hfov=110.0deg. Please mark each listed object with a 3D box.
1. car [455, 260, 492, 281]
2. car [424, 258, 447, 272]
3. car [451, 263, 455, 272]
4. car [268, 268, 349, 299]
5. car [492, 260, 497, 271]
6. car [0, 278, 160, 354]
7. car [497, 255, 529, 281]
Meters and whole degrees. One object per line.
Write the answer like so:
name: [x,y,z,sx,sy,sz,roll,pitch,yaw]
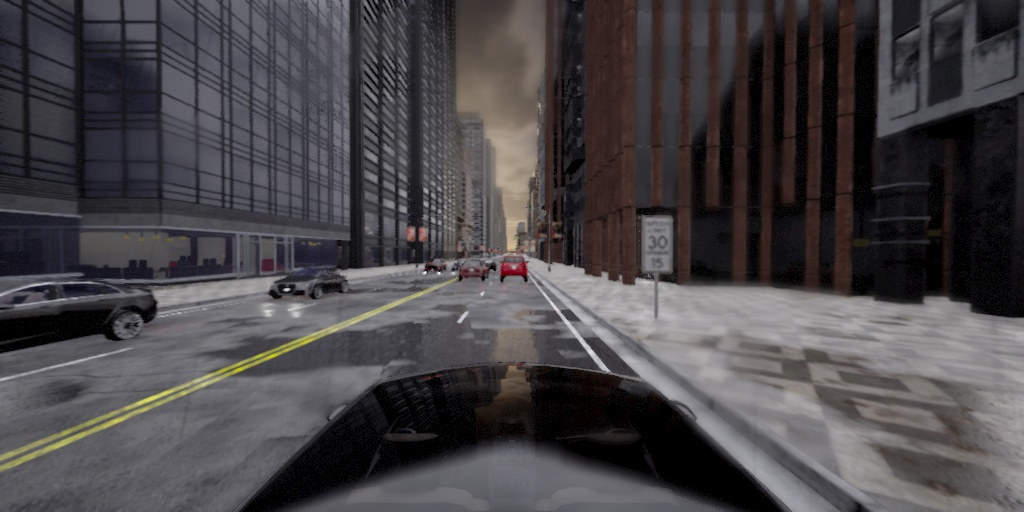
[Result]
car: [-3.070,1.080,29.713,2.097,1.767,4.553,0,0,1]
car: [-9.564,1.052,45.280,2.097,1.767,4.553,0,0,0]
car: [-6.318,1.278,45.039,1.994,1.385,4.181,0,0,0]
car: [-9.774,1.275,17.579,1.994,1.385,4.181,0,0,1]
car: [-2.982,1.198,47.054,1.882,1.535,5.008,0,0,0]
car: [-9.834,1.207,6.962,2.128,1.511,4.902,0,0,0]
car: [0.170,0.961,29.479,2.150,2.045,5.566,0,0,1]
